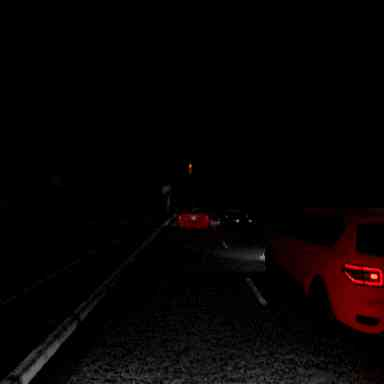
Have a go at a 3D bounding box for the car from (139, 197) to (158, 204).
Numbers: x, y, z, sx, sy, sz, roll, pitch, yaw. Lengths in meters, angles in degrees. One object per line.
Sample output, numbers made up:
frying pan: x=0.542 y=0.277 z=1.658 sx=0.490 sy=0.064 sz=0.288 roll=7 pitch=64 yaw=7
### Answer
car: x=-10.738 y=2.116 z=82.377 sx=4.553 sy=1.767 sz=2.185 roll=-1 pitch=-1 yaw=-14

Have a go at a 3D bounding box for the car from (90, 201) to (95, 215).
car: x=-13.641 y=1.827 z=38.626 sx=4.553 sy=1.767 sz=2.185 roll=-1 pitch=-1 yaw=-19

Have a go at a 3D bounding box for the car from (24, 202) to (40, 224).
car: x=-13.968 y=1.755 z=23.511 sx=5.366 sy=1.575 sz=1.946 roll=-1 pitch=-1 yaw=-20

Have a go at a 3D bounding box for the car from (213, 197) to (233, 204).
car: x=7.635 y=2.058 z=82.005 sx=4.553 sy=1.767 sz=2.185 roll=1 pitch=-1 yaw=-14

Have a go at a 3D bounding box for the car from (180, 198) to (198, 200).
car: x=0.163 y=1.737 z=32.816 sx=2.097 sy=1.767 sz=4.553 roll=0 pitch=-1 yaw=0

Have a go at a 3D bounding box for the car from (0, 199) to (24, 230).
car: x=-13.828 y=1.466 z=20.565 sx=5.566 sy=2.045 sz=2.435 roll=0 pitch=-1 yaw=-20

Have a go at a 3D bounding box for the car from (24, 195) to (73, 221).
car: x=-13.801 y=1.583 z=29.578 sx=5.566 sy=2.045 sz=2.435 roll=-1 pitch=-1 yaw=-20

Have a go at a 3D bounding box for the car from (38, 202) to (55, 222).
car: x=-13.780 y=1.835 z=26.578 sx=4.674 sy=1.452 sz=2.002 roll=-1 pitch=-1 yaw=-20

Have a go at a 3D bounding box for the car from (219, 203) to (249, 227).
car: x=3.110 y=1.808 z=24.892 sx=1.812 sy=1.442 sz=4.674 roll=0 pitch=-1 yaw=0

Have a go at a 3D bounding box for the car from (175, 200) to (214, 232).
car: x=0.102 y=1.598 z=21.924 sx=2.097 sy=1.767 sz=4.553 roll=0 pitch=0 yaw=0

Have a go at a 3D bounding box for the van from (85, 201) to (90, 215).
van: x=-13.615 y=1.686 z=35.650 sx=4.442 sy=1.987 sz=1.878 roll=-1 pitch=-1 yaw=-19

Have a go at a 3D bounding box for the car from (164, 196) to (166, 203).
car: x=-10.047 y=2.310 z=88.387 sx=4.892 sy=1.521 sz=2.231 roll=-1 pitch=-1 yaw=-14

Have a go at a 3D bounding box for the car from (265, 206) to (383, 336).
car: x=3.099 y=1.289 z=6.930 sx=2.150 sy=2.045 sz=5.566 roll=0 pitch=0 yaw=0

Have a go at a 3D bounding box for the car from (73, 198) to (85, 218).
car: x=-13.730 y=1.622 z=32.614 sx=5.566 sy=2.045 sz=2.435 roll=-1 pitch=-1 yaw=-20

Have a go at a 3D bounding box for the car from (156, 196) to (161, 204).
car: x=-10.830 y=2.202 z=79.424 sx=5.366 sy=1.575 sz=1.946 roll=-1 pitch=-1 yaw=-15

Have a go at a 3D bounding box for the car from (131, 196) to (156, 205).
car: x=-11.474 y=2.211 z=76.431 sx=4.792 sy=1.488 sz=2.163 roll=-1 pitch=0 yaw=-15

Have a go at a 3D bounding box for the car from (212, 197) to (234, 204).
car: x=8.150 y=2.241 z=87.849 sx=5.366 sy=1.575 sz=1.946 roll=1 pitch=0 yaw=-13

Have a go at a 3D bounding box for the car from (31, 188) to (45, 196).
car: x=-31.185 y=0.323 z=67.372 sx=2.435 sy=2.045 sz=5.566 roll=6 pitch=-3 yaw=-19

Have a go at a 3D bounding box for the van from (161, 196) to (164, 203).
van: x=-10.274 y=2.048 z=85.418 sx=4.442 sy=1.987 sz=1.878 roll=-1 pitch=-1 yaw=-14

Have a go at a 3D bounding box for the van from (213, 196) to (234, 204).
van: x=7.253 y=1.926 z=79.037 sx=4.442 sy=1.987 sz=1.878 roll=1 pitch=0 yaw=-14
